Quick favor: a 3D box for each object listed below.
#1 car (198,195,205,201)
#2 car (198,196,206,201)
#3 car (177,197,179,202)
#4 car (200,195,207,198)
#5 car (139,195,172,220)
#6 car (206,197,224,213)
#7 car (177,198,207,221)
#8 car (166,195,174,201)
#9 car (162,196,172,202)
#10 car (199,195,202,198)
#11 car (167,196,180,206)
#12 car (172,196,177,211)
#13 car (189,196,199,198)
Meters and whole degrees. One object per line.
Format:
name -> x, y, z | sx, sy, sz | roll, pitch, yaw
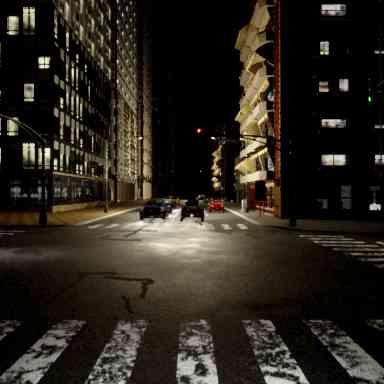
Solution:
car -> 2.552, 1.491, 89.721 | 1.967, 1.590, 4.097 | 0, 0, 0
car -> 2.561, 1.626, 84.073 | 1.802, 1.307, 4.206 | 0, 0, 0
car -> -3.146, 1.615, 46.478 | 1.895, 1.301, 4.718 | 0, 0, 0
car -> 2.614, 1.567, 50.181 | 2.008, 1.369, 4.403 | 0, 0, 0
car -> -3.138, 1.357, 28.173 | 2.097, 1.767, 4.553 | 0, 0, 0
car -> 2.685, 1.591, 37.264 | 1.802, 1.307, 4.206 | 0, 0, 0
car -> 0.029, 1.509, 27.611 | 1.837, 1.490, 4.892 | 1, 0, 1
car -> -5.828, 1.595, 89.708 | 1.887, 1.381, 4.507 | 0, 0, 0
car -> -5.810, 1.589, 78.411 | 2.008, 1.369, 4.403 | 0, 0, 0
car -> 2.606, 1.571, 55.830 | 2.008, 1.369, 4.403 | 0, 0, 0
car -> -3.088, 1.498, 56.751 | 1.882, 1.535, 5.008 | 0, 0, 0
car -> -3.152, 1.500, 37.221 | 2.128, 1.511, 4.902 | 0, 0, 0
car -> 0.010, 1.587, 60.295 | 1.994, 1.385, 4.181 | 0, 0, 0
